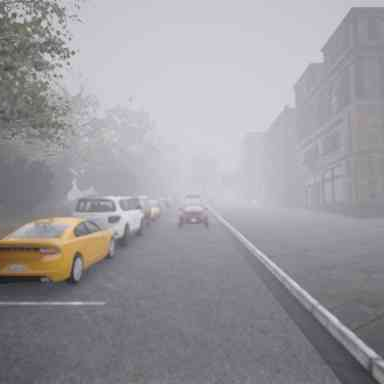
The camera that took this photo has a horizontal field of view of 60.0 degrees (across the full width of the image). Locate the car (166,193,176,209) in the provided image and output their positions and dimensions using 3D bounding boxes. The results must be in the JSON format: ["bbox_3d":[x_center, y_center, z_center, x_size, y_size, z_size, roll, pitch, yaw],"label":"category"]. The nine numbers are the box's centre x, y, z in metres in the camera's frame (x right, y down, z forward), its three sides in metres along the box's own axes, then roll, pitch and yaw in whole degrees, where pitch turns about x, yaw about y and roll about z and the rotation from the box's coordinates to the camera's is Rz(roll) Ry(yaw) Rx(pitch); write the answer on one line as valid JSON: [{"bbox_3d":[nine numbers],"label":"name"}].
[{"bbox_3d":[-3.637,1.286,42.962,2.185,1.767,4.553,0,0,2],"label":"car"}]

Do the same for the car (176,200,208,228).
[{"bbox_3d":[0.103,1.483,21.854,1.812,1.442,4.674,0,0,0],"label":"car"}]

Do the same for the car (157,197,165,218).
[{"bbox_3d":[-3.635,1.427,26.467,1.946,1.575,5.366,0,0,2],"label":"car"}]

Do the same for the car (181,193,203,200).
[{"bbox_3d":[0.117,1.158,39.937,2.150,2.045,5.566,0,0,0],"label":"car"}]

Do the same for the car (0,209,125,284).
[{"bbox_3d":[-3.649,1.461,9.566,2.097,1.535,5.008,0,0,2],"label":"car"}]

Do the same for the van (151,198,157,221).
[{"bbox_3d":[-3.640,1.213,20.828,1.878,1.987,4.442,0,0,2],"label":"van"}]

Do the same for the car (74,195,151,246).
[{"bbox_3d":[-3.646,1.198,15.170,2.435,2.045,5.566,0,0,2],"label":"car"}]

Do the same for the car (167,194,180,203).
[{"bbox_3d":[-3.628,1.264,65.244,2.185,1.767,4.553,0,0,2],"label":"car"}]

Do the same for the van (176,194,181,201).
[{"bbox_3d":[-3.625,1.169,59.822,1.878,1.987,4.442,0,0,2],"label":"van"}]

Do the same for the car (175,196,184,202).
[{"bbox_3d":[-3.599,1.930,93.086,2.097,1.535,5.008,1,-2,2],"label":"car"}]

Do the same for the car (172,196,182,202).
[{"bbox_3d":[-3.602,1.670,81.980,2.163,1.488,4.792,1,-2,2],"label":"car"}]

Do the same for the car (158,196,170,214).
[{"bbox_3d":[-3.640,1.423,31.847,2.097,1.535,5.008,0,0,2],"label":"car"}]

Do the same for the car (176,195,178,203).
[{"bbox_3d":[-3.633,1.446,48.561,2.002,1.452,4.674,0,0,2],"label":"car"}]
